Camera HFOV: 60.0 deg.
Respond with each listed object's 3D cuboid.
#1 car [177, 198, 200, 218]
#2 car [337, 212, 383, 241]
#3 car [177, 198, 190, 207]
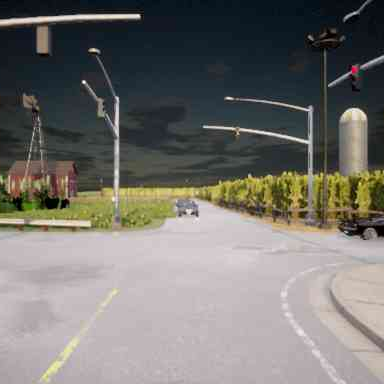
[{"bbox_3d":[-0.378,1.527,31.238,2.128,1.511,4.902,0,0,-3],"label":"car"},{"bbox_3d":[9.759,1.639,16.331,4.718,1.301,1.895,0,0,-2],"label":"car"},{"bbox_3d":[-1.331,1.607,52.106,1.994,1.385,4.181,0,0,-2],"label":"car"}]
